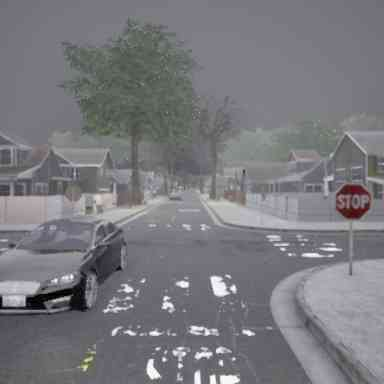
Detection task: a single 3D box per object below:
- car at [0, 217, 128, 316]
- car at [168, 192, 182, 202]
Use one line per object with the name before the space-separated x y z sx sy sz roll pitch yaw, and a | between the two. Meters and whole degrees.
car | -2.738 1.385 7.578 2.128 1.511 4.902 0 1 0
car | -2.663 0.734 53.129 1.882 1.535 5.008 0 1 0
